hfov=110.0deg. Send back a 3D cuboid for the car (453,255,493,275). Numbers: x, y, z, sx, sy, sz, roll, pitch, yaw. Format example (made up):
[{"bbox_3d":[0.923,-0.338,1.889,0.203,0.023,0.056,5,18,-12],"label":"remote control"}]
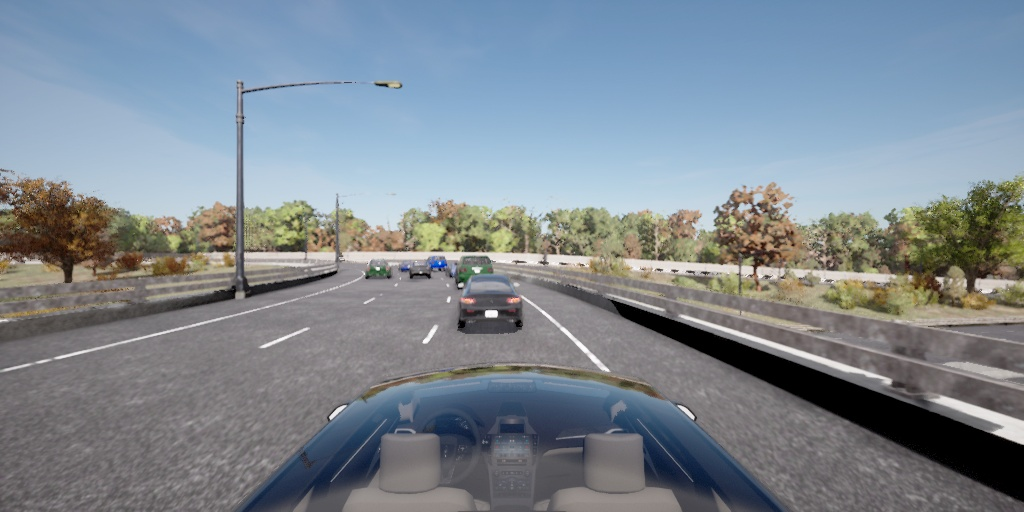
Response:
[{"bbox_3d":[-2.486,0.974,23.063,2.150,2.045,5.566,0,0,-11],"label":"car"}]

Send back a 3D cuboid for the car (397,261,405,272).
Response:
[{"bbox_3d":[-13.558,1.332,46.125,1.994,1.385,4.181,0,0,-24],"label":"car"}]

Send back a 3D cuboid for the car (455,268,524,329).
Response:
[{"bbox_3d":[-0.714,1.278,11.214,1.812,1.442,4.674,0,0,-5],"label":"car"}]

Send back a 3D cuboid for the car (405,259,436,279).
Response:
[{"bbox_3d":[-8.562,1.250,33.159,2.128,1.511,4.902,0,0,-17],"label":"car"}]

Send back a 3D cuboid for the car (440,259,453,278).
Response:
[{"bbox_3d":[-5.380,1.307,34.687,2.033,1.411,5.357,0,0,-17],"label":"car"}]

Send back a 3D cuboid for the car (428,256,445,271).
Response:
[{"bbox_3d":[-10.004,0.986,46.806,2.150,2.045,5.566,0,0,-24],"label":"car"}]

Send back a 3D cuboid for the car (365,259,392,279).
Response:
[{"bbox_3d":[-12.193,1.121,32.998,2.097,1.767,4.553,0,0,-17],"label":"car"}]
